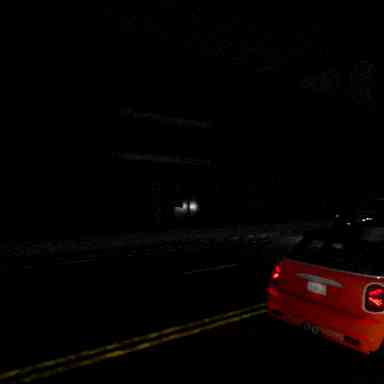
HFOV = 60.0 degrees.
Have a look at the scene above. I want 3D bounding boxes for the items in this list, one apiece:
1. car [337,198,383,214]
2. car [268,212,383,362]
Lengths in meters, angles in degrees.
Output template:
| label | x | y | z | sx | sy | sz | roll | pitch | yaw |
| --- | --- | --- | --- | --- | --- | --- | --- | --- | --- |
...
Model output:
| label | x | y | z | sx | sy | sz | roll | pitch | yaw |
| --- | --- | --- | --- | --- | --- | --- | --- | --- | --- |
| car | 10.514 | 1.383 | 19.168 | 5.566 | 2.045 | 2.150 | 1 | 0 | -35 |
| car | 3.511 | 1.405 | 5.968 | 4.553 | 1.767 | 2.097 | 1 | 0 | -35 |
